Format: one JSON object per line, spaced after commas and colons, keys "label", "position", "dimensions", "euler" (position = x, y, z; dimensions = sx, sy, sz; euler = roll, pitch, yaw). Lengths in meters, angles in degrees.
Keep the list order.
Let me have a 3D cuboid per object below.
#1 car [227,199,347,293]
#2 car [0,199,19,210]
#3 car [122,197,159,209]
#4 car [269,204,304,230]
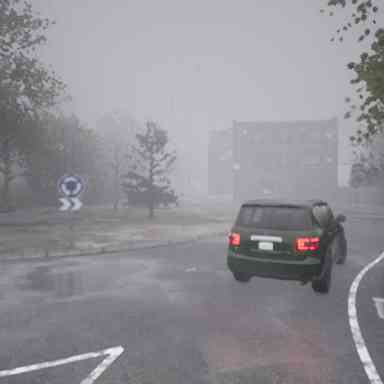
{"label": "car", "position": [2.844, 1.197, 9.192], "dimensions": [2.150, 2.045, 5.566], "euler": [0, 0, 30]}
{"label": "car", "position": [-23.471, 1.495, 39.160], "dimensions": [5.357, 1.411, 2.033], "euler": [1, 0, -40]}
{"label": "car", "position": [-6.654, 1.437, 42.734], "dimensions": [4.892, 1.490, 1.837], "euler": [0, -1, 20]}
{"label": "car", "position": [6.015, 1.531, 21.718], "dimensions": [1.895, 1.301, 4.718], "euler": [0, 0, 12]}
